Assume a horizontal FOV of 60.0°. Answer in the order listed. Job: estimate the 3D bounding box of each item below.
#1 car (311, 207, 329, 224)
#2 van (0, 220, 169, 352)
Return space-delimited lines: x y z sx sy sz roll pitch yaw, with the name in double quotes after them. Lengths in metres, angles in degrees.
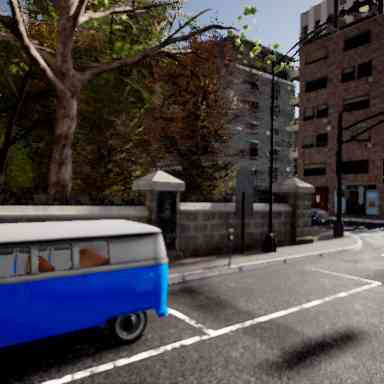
8.201 1.482 25.811 2.097 1.767 4.553 2 -1 -35 "car"
-2.273 1.351 4.876 3.998 1.788 1.690 1 1 -36 "van"
